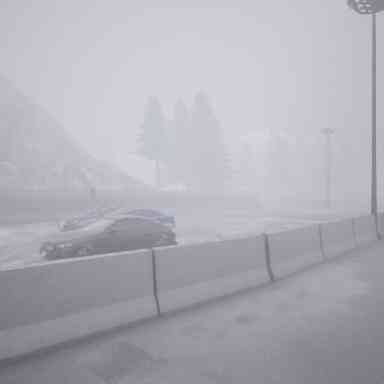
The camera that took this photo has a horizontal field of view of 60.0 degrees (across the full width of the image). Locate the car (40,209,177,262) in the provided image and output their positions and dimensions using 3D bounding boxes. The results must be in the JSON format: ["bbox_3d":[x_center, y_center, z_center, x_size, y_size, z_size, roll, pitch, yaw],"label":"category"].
[{"bbox_3d":[-2.598,1.525,11.239,4.674,1.442,1.812,0,0,-43],"label":"car"}]

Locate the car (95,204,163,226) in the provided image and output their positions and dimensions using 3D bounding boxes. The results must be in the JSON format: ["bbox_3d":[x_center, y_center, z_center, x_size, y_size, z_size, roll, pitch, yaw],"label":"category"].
[{"bbox_3d":[-4.507,1.601,24.314,1.895,1.301,4.718,0,0,42],"label":"car"}]

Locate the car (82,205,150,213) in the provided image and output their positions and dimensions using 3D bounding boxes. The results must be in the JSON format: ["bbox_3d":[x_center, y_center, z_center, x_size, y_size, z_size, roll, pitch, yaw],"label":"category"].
[{"bbox_3d":[-2.983,1.477,15.737,1.882,1.535,5.008,0,0,44],"label":"car"}]

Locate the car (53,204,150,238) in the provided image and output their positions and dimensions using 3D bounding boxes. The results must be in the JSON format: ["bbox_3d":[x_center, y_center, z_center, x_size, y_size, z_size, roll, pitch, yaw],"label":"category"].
[{"bbox_3d":[-4.951,1.493,18.728,2.128,1.511,4.902,0,0,44],"label":"car"}]
